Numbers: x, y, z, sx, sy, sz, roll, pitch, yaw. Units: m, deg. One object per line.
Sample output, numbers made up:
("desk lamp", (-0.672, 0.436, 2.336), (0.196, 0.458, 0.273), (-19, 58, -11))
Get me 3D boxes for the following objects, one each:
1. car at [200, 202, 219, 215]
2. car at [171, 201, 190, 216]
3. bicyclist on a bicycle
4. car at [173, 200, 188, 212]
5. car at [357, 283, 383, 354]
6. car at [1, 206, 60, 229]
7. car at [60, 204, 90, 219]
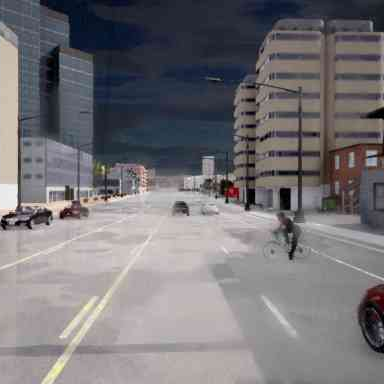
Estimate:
("car", (2.145, 1.982, 40.841), (1.812, 1.442, 4.674), (0, 0, -2))
("car", (-1.266, 1.942, 38.015), (1.837, 1.490, 4.892), (0, 0, -2))
("bicyclist on a bicycle", (3.183, 1.527, 11.251), (1.656, 1.620, 0.582), (-2, 0, -2))
("car", (-1.679, 1.991, 48.064), (2.033, 1.411, 5.357), (0, 0, -2))
("car", (3.532, 1.542, 3.227), (1.812, 1.442, 4.674), (0, -1, -2))
("car", (-11.391, 1.726, 23.311), (2.128, 1.511, 4.902), (0, -1, -2))
("car", (-11.724, 1.948, 33.366), (1.994, 1.385, 4.181), (0, -1, -2))
